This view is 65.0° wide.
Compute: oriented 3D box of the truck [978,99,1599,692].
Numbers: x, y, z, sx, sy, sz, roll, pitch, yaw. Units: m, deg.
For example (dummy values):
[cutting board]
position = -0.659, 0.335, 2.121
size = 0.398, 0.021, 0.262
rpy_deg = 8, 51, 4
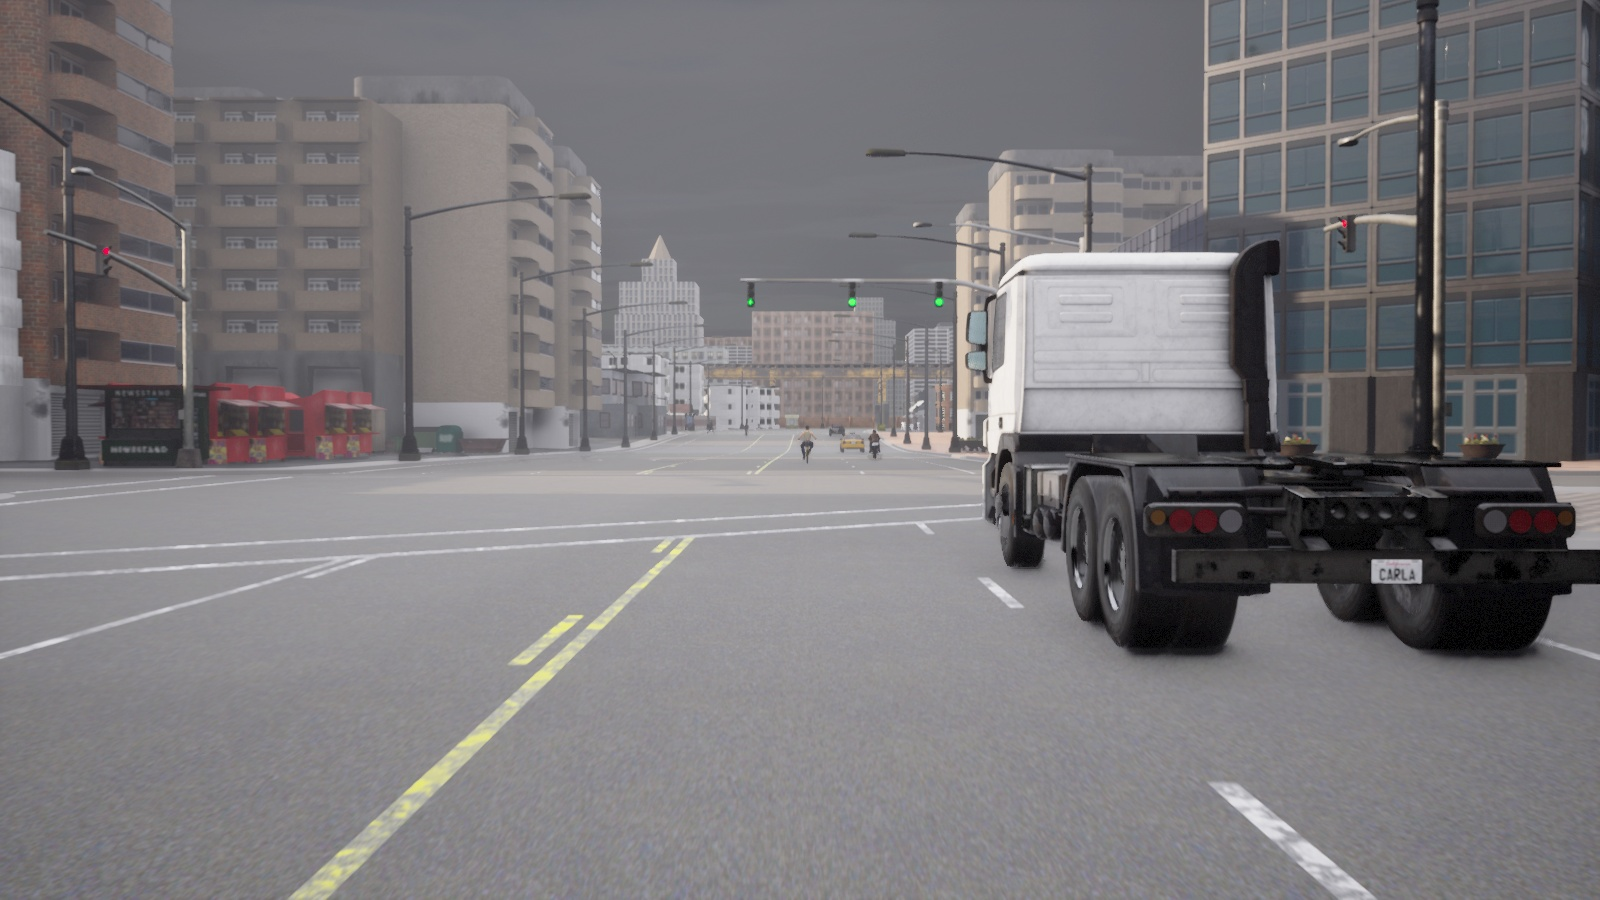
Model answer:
[truck]
position = 3.567, -0.401, 11.318
size = 2.891, 3.462, 7.936
rpy_deg = 0, 1, 1

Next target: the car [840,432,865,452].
[car]
position = 4.067, -0.631, 97.749
size = 1.801, 1.575, 5.366
rpy_deg = 0, 1, 0
